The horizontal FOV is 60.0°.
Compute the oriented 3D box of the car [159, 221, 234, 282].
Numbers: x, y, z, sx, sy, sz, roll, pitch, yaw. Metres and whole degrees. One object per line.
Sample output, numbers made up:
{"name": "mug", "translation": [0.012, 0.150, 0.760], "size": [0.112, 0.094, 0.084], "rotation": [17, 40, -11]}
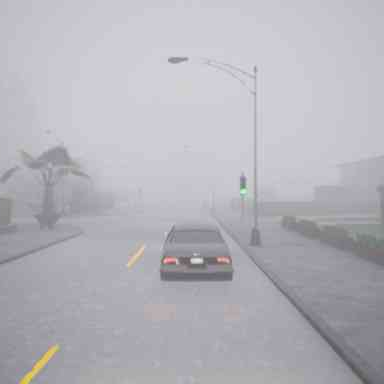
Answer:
{"name": "car", "translation": [0.096, 1.589, 9.915], "size": [2.033, 1.411, 5.357], "rotation": [0, 0, 0]}

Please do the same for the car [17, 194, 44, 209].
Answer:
{"name": "car", "translation": [-19.759, 1.158, 41.975], "size": [1.905, 1.878, 3.866], "rotation": [0, 0, 35]}
